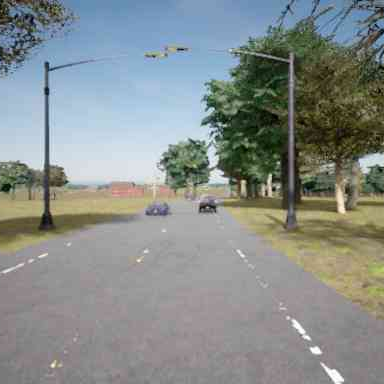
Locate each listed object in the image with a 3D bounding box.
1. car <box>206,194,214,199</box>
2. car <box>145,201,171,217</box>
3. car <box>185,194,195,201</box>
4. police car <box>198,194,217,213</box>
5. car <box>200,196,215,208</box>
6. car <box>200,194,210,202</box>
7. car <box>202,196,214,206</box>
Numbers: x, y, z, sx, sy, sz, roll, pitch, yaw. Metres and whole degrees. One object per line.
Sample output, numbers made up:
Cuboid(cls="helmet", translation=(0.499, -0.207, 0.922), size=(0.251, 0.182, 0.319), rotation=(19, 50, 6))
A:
Cuboid(cls="car", translation=(4.750, 1.158, 88.770), size=(1.895, 1.301, 4.718), rotation=(0, 0, 7))
Cuboid(cls="car", translation=(-3.128, 1.505, 31.086), size=(1.994, 1.385, 4.181), rotation=(0, 0, 2))
Cuboid(cls="car", translation=(-0.360, 1.250, 73.253), size=(2.128, 1.511, 4.902), rotation=(0, 0, 5))
Cuboid(cls="police car", translation=(1.693, 1.350, 36.206), size=(1.930, 1.638, 5.238), rotation=(0, 0, 2))
Cuboid(cls="car", translation=(2.176, 1.365, 46.048), size=(1.882, 1.535, 5.008), rotation=(0, 0, 3))
Cuboid(cls="car", translation=(2.756, 1.186, 68.886), size=(1.812, 1.442, 4.674), rotation=(0, 0, 5))
Cuboid(cls="car", translation=(2.534, 1.368, 52.014), size=(1.837, 1.490, 4.892), rotation=(0, 0, 4))
